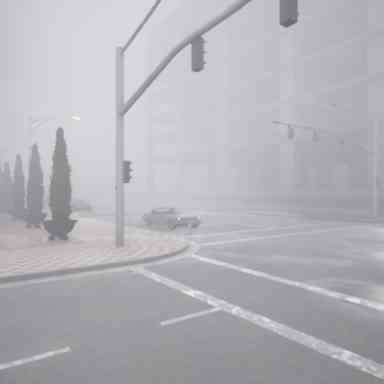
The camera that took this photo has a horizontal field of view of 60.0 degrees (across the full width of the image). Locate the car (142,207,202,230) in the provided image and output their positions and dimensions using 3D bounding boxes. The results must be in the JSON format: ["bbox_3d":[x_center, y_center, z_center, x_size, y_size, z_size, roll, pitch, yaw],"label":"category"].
[{"bbox_3d":[-1.394,1.659,21.638,1.895,1.301,4.718,0,0,-35],"label":"car"}]

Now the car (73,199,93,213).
[{"bbox_3d":[-12.925,1.563,38.098,1.837,1.490,4.892,0,0,-35],"label":"car"}]
